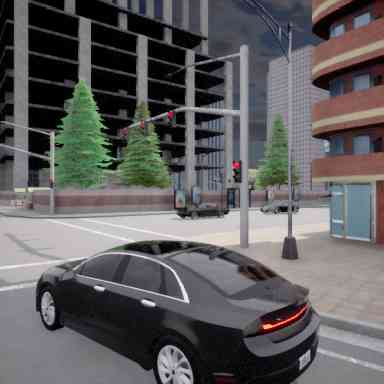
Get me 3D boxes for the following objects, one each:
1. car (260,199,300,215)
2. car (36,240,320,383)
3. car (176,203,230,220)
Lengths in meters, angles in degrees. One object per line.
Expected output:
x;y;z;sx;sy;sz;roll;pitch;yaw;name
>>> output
9.321;1.547;35.103;4.902;1.511;2.128;0;0;-35;car
-0.634;1.505;5.094;4.892;1.490;1.837;0;0;41;car
0.964;1.656;29.152;4.718;1.301;1.895;0;0;-35;car
